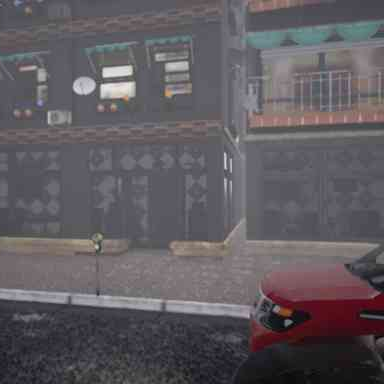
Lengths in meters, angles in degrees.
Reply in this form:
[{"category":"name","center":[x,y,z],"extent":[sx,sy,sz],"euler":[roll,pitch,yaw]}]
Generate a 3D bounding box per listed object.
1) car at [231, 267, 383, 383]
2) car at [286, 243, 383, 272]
[{"category":"car","center":[2.595,1.512,1.987],"extent":[4.892,1.490,1.837],"euler":[0,0,12]},{"category":"car","center":[3.201,1.329,3.767],"extent":[5.009,1.841,2.192],"euler":[0,0,12]}]
